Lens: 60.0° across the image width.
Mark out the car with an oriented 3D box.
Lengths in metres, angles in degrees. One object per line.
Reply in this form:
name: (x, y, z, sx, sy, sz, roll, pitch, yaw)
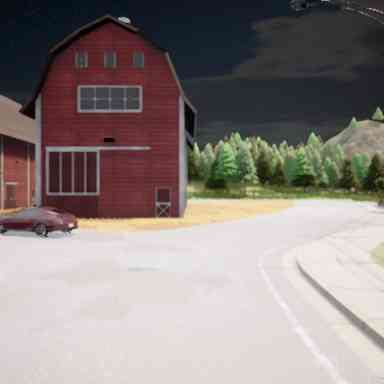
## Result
car: (-8.175, 1.494, 17.399, 4.674, 1.442, 1.812, 0, -1, 21)
